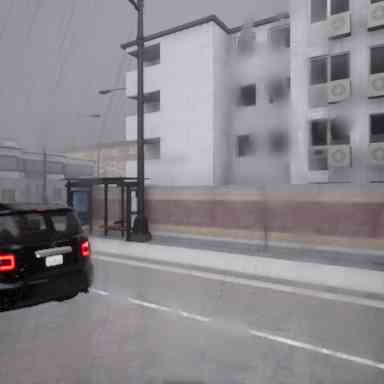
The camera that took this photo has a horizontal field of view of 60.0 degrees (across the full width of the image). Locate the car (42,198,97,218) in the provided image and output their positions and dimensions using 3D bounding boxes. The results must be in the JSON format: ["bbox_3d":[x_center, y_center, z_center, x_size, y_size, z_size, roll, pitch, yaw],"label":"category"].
[{"bbox_3d":[-10.622,1.337,29.049,1.994,1.385,4.181,0,1,29],"label":"car"}]

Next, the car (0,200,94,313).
[{"bbox_3d":[-4.480,1.235,7.084,5.566,2.045,2.150,0,0,35],"label":"car"}]
